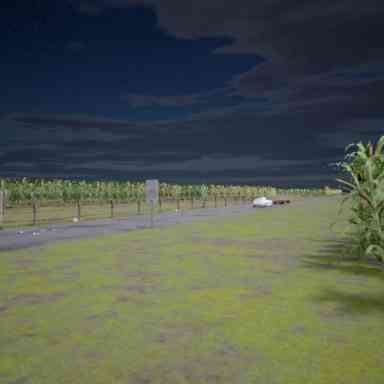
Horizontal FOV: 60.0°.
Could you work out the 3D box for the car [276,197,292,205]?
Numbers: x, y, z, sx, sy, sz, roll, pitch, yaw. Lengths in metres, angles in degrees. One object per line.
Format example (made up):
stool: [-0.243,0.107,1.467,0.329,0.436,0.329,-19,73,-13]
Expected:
car: [15.641,1.536,57.352,1.895,1.301,4.718,1,0,35]

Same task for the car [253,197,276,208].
car: [10.388,1.470,48.646,1.812,1.442,4.674,1,0,31]
